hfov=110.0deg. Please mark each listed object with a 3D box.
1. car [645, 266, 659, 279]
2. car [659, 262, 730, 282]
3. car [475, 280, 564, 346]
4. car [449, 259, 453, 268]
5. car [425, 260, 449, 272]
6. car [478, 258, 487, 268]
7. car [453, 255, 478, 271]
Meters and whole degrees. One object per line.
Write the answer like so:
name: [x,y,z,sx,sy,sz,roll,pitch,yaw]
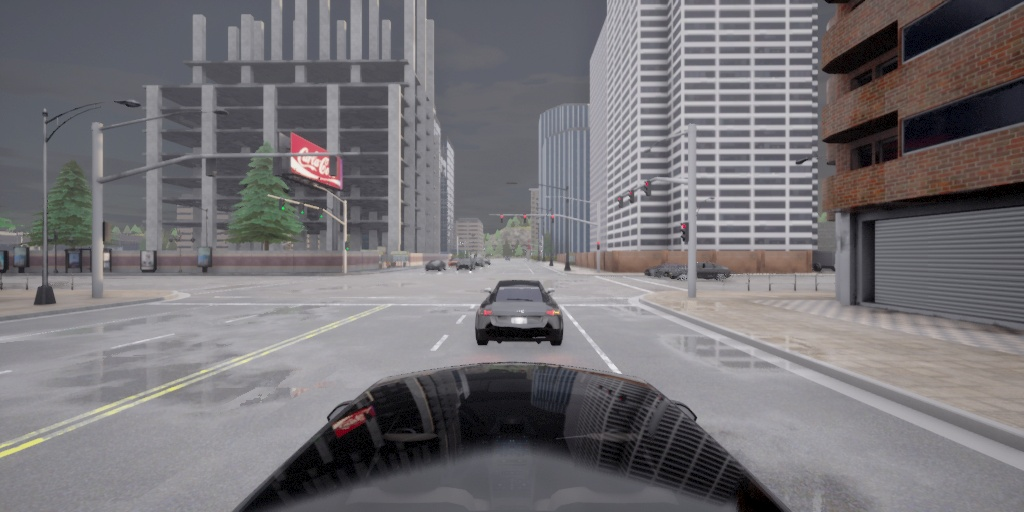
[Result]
car: [14.249,1.311,32.387,4.181,1.385,1.994,0,0,1]
car: [14.840,1.252,28.859,4.892,1.490,1.837,0,0,0]
car: [0.194,1.313,9.452,1.994,1.385,4.181,0,0,1]
car: [-9.520,1.096,60.571,2.097,1.767,4.553,0,0,1]
car: [-9.808,1.224,46.111,1.882,1.535,5.008,0,0,1]
car: [-6.002,1.096,61.396,2.097,1.767,4.553,0,0,1]
car: [-6.253,1.098,48.848,2.097,1.767,4.553,0,0,1]
